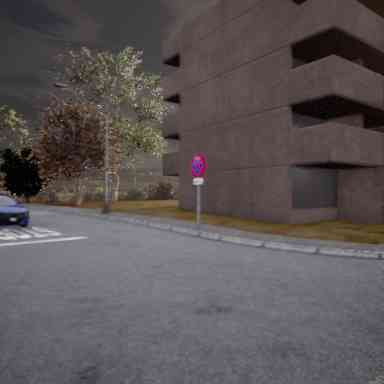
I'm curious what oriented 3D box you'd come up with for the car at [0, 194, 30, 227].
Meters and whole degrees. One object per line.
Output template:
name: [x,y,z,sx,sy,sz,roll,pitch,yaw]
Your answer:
car: [-9.514,0.811,15.896,5.008,1.535,1.882,3,2,41]
